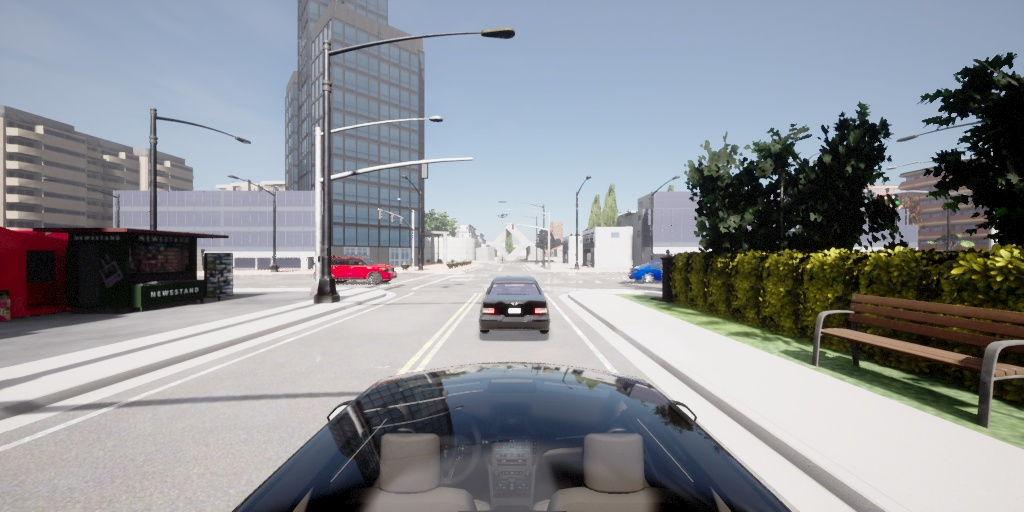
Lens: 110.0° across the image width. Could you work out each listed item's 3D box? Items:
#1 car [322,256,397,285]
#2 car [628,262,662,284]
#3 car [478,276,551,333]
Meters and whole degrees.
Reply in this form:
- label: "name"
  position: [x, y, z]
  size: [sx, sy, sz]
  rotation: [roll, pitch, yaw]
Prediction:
- label: "car"
  position: [-11.346, 1.032, 26.148]
  size: [5.566, 2.045, 2.150]
  rotation: [-1, 0, 0]
- label: "car"
  position: [11.108, 1.219, 26.354]
  size: [5.008, 1.535, 1.882]
  rotation: [0, 0, 0]
- label: "car"
  position: [0.069, 1.297, 10.718]
  size: [2.033, 1.411, 5.357]
  rotation: [0, 0, 0]
